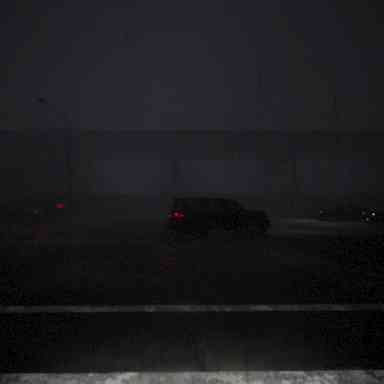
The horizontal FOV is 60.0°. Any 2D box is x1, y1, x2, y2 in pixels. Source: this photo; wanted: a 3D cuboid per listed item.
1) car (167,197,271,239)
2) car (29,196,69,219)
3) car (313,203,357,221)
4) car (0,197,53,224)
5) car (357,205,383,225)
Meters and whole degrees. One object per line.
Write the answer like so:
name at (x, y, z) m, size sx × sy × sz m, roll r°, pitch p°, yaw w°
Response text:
car at (1.446, 1.306, 17.822) m, size 5.566 × 2.045 × 2.150 m, roll 0°, pitch -2°, yaw -19°
car at (-13.486, 1.356, 28.503) m, size 5.566 × 2.045 × 2.150 m, roll 0°, pitch 0°, yaw 1°
car at (12.718, 1.658, 28.250) m, size 4.674 × 1.442 × 1.812 m, roll 0°, pitch 0°, yaw 0°
car at (-13.369, 1.470, 25.001) m, size 4.553 × 1.767 × 2.097 m, roll 0°, pitch 0°, yaw 1°
car at (15.279, 1.717, 24.736) m, size 4.718 × 1.301 × 1.895 m, roll 0°, pitch 0°, yaw 1°
